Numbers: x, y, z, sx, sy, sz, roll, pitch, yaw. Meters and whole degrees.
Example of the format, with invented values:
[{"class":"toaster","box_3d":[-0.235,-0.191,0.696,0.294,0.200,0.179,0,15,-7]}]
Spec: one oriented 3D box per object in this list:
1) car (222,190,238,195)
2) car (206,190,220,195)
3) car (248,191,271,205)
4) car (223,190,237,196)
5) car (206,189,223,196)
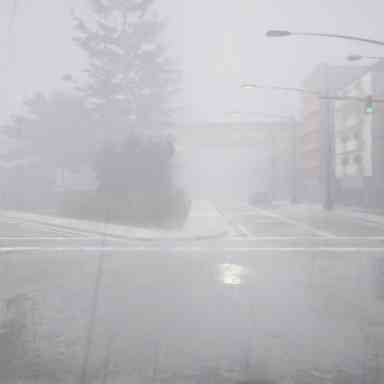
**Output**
[{"class":"car","box_3d":[9.209,0.078,80.861,1.853,1.218,4.536,-1,1,-20]},{"class":"car","box_3d":[5.093,0.116,81.220,1.853,1.218,4.536,0,1,25]},{"class":"car","box_3d":[8.311,0.690,41.288,2.097,1.767,4.553,-1,1,1]},{"class":"car","box_3d":[9.229,0.236,80.815,2.038,1.542,4.974,-1,1,-20]},{"class":"car","box_3d":[5.073,0.274,81.175,2.038,1.542,4.974,0,1,25]}]
